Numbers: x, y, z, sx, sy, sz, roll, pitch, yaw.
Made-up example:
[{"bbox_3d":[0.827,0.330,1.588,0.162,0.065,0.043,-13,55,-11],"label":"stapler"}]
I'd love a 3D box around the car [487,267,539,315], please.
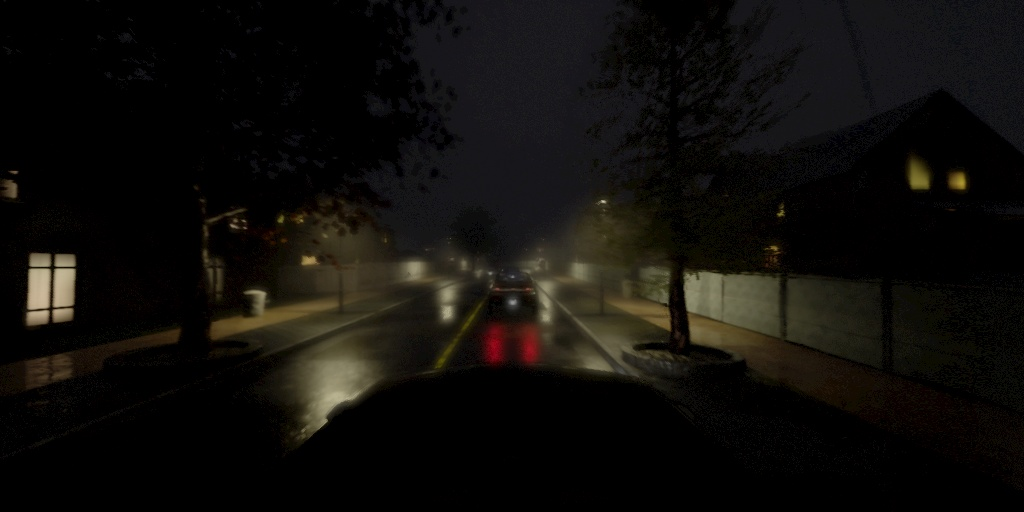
[{"bbox_3d":[0.050,1.355,14.278,2.128,1.511,4.902,0,0,1],"label":"car"}]

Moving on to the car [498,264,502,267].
[{"bbox_3d":[0.062,1.567,29.537,1.994,1.385,4.181,0,0,1],"label":"car"}]

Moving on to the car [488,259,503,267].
[{"bbox_3d":[-2.759,1.519,59.899,2.150,2.045,5.566,0,0,1],"label":"car"}]
